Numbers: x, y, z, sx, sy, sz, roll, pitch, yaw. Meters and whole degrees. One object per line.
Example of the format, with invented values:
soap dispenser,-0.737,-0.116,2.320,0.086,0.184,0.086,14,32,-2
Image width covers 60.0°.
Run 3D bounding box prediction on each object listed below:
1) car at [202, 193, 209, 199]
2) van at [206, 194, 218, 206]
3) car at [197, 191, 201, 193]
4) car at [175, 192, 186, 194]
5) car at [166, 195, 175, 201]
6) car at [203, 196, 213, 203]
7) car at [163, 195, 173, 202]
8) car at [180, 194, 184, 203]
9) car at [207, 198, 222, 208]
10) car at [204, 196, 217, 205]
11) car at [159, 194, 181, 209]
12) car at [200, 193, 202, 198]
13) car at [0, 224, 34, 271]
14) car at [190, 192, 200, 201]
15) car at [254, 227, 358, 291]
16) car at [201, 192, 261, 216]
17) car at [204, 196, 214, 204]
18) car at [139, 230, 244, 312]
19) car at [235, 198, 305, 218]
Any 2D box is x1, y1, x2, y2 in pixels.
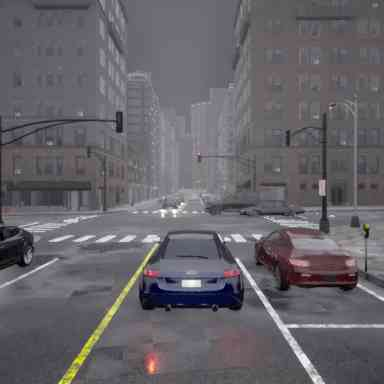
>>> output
car,3.816,1.144,93.078,1.882,1.535,5.008,0,0,0
van,3.081,1.250,51.480,1.690,1.788,3.998,0,0,0
car,0.601,1.088,84.368,2.128,1.511,4.902,0,0,0
car,-2.570,1.340,67.206,2.128,1.511,4.902,0,0,1
car,-5.203,1.349,79.322,1.802,1.307,4.206,0,0,0
car,3.227,1.425,68.138,1.802,1.307,4.206,0,0,0
car,-5.251,1.357,73.770,2.008,1.369,4.403,0,0,0
car,-2.753,1.428,53.808,1.812,1.442,4.674,0,0,0
car,3.034,1.508,45.929,1.802,1.307,4.206,0,0,0
car,3.129,1.437,57.032,1.887,1.381,4.507,0,0,0
car,-2.838,1.437,43.904,1.837,1.490,4.892,0,0,2
car,3.274,1.389,73.694,1.802,1.307,4.206,0,0,0
car,-5.766,1.564,8.722,1.947,1.339,4.313,0,0,0
car,0.516,1.319,74.368,1.812,1.442,4.674,0,0,0
car,2.759,1.580,8.720,1.802,1.307,4.206,0,0,0
car,3.937,1.163,31.249,5.566,2.045,2.150,-1,0,0
car,3.178,1.453,62.587,1.802,1.307,4.206,0,0,0
car,0.002,1.562,7.799,1.994,1.385,4.181,0,0,0
car,6.630,1.434,28.003,5.357,1.411,2.033,-1,-1,0
